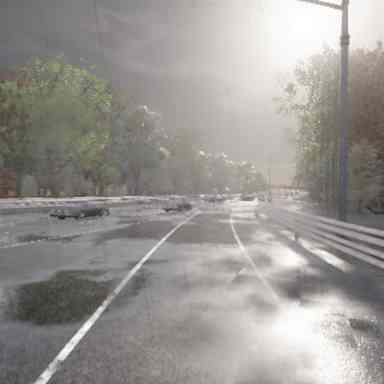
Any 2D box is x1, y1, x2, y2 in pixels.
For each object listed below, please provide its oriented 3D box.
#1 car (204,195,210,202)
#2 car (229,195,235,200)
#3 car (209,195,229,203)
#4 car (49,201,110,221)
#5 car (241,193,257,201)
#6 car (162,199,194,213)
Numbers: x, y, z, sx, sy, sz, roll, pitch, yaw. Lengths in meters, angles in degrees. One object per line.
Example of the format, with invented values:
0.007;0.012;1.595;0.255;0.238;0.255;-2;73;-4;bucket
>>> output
4.168;1.418;74.404;2.128;1.511;4.902;1;0;19;car
10.679;1.457;93.592;1.994;1.385;4.181;1;0;19;car
5.543;1.473;67.567;1.812;1.442;4.674;1;0;19;car
-8.594;1.425;25.901;2.033;1.411;5.357;1;0;19;car
14.169;1.517;82.092;1.837;1.490;4.892;1;0;19;car
-1.429;1.509;36.142;2.033;1.411;5.357;1;0;19;car
